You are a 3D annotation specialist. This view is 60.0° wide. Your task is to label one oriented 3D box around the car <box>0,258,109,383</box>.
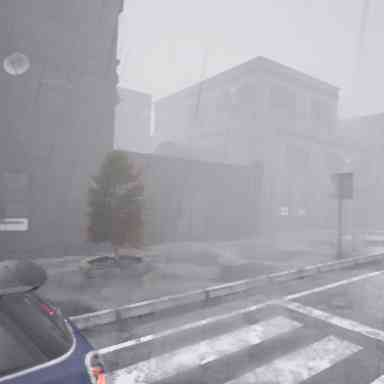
[{"bbox_3d":[-2.756,1.350,1.710,4.553,1.767,2.097,0,0,-36],"label":"car"}]
